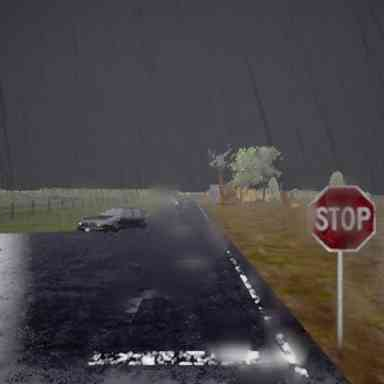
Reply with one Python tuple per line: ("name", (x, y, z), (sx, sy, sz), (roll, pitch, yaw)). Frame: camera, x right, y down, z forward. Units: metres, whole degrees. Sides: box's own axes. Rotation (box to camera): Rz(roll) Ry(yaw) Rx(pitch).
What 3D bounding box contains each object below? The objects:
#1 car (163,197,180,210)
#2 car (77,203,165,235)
("car", (-2.780, 1.475, 45.180), (2.097, 1.767, 4.553), (0, 0, 0))
("car", (-4.104, 1.596, 19.627), (2.033, 1.411, 5.357), (0, 0, 30))
